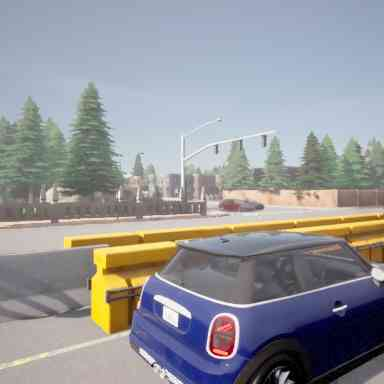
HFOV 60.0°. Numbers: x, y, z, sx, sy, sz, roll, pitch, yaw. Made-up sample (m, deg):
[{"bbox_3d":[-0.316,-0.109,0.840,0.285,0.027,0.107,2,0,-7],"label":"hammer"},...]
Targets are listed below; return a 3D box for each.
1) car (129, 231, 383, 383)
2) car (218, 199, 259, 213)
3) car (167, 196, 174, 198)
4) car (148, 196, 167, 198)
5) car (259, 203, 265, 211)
[{"bbox_3d":[1.502,1.352,4.797,4.553,1.767,2.097,0,0,-35],"label":"car"},{"bbox_3d":[4.820,1.526,37.226,1.812,1.442,4.674,0,0,-35],"label":"car"},{"bbox_3d":[-3.831,1.488,55.590,1.882,1.535,5.008,0,0,-35],"label":"car"},{"bbox_3d":[-6.408,1.511,53.167,1.837,1.490,4.892,0,0,-35],"label":"car"},{"bbox_3d":[6.835,1.564,40.550,1.994,1.385,4.181,0,0,-36],"label":"car"}]
